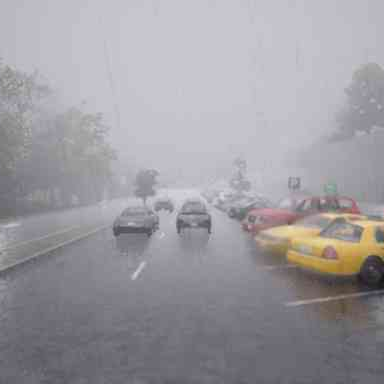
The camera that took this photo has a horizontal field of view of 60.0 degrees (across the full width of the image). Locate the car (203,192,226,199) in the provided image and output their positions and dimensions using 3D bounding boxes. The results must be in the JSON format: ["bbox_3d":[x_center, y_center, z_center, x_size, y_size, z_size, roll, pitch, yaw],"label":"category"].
[{"bbox_3d":[5.069,0.841,75.160,4.674,1.452,2.002,0,1,-20],"label":"car"}]

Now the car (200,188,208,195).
[{"bbox_3d":[5.046,0.624,78.129,4.553,1.767,2.185,0,1,-20],"label":"car"}]

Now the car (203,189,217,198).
[{"bbox_3d":[5.050,1.000,48.119,5.566,2.045,2.435,0,1,-20],"label":"car"}]

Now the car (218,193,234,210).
[{"bbox_3d":[5.104,1.272,30.128,4.553,1.767,2.185,1,0,-20],"label":"car"}]

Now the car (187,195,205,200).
[{"bbox_3d":[0.102,1.391,35.297,1.837,1.490,4.892,0,0,0],"label":"car"}]

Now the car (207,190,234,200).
[{"bbox_3d":[5.101,1.094,39.139,5.566,2.045,2.435,1,0,-20],"label":"car"}]

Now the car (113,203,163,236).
[{"bbox_3d":[-2.900,1.497,17.954,1.994,1.385,4.181,0,0,0],"label":"car"}]

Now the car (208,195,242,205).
[{"bbox_3d":[5.077,1.246,51.142,4.674,1.452,2.002,0,1,-20],"label":"car"}]

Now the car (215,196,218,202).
[{"bbox_3d":[5.075,1.428,33.118,4.674,1.452,2.002,1,1,-20],"label":"car"}]

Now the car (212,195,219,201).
[{"bbox_3d":[5.098,1.397,36.142,4.792,1.488,2.163,1,0,-20],"label":"car"}]

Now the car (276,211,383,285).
[{"bbox_3d":[5.244,1.441,9.179,5.366,1.575,1.946,1,0,-20],"label":"car"}]

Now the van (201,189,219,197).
[{"bbox_3d":[4.970,0.318,90.022,4.442,1.987,1.878,0,1,-20],"label":"van"}]

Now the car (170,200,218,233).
[{"bbox_3d":[0.101,1.423,19.230,2.128,1.511,4.902,0,0,0],"label":"car"}]

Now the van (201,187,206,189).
[{"bbox_3d":[5.186,0.474,81.162,4.442,1.987,1.878,0,1,-20],"label":"van"}]

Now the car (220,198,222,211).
[{"bbox_3d":[5.074,1.447,27.118,4.674,1.452,2.002,1,0,-20],"label":"car"}]

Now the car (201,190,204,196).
[{"bbox_3d":[5.048,0.883,72.142,4.792,1.488,2.163,0,1,-20],"label":"car"}]

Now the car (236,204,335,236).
[{"bbox_3d":[5.045,1.449,18.100,4.792,1.488,2.163,1,0,-20],"label":"car"}]

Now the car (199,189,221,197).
[{"bbox_3d":[5.104,0.241,93.064,5.566,2.045,2.435,0,1,-20],"label":"car"}]

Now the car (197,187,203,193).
[{"bbox_3d":[5.053,0.345,87.069,5.566,2.045,2.435,0,1,-20],"label":"car"}]

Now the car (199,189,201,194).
[{"bbox_3d":[5.069,0.648,84.105,4.892,1.521,2.231,0,1,-20],"label":"car"}]

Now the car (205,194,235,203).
[{"bbox_3d":[5.048,1.089,60.138,4.792,1.488,2.163,0,1,-20],"label":"car"}]

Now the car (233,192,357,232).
[{"bbox_3d":[5.050,1.174,15.096,5.566,2.045,2.435,1,0,-20],"label":"car"}]

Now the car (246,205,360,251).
[{"bbox_3d":[4.897,1.426,12.045,5.366,1.575,1.946,1,0,-20],"label":"car"}]

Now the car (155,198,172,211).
[{"bbox_3d":[-2.899,1.391,35.343,1.837,1.490,4.892,0,0,0],"label":"car"}]

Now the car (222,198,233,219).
[{"bbox_3d":[5.064,1.412,24.117,5.008,1.535,2.097,1,0,-20],"label":"car"}]

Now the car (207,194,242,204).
[{"bbox_3d":[5.245,1.158,54.215,5.366,1.575,1.946,0,1,-20],"label":"car"}]
